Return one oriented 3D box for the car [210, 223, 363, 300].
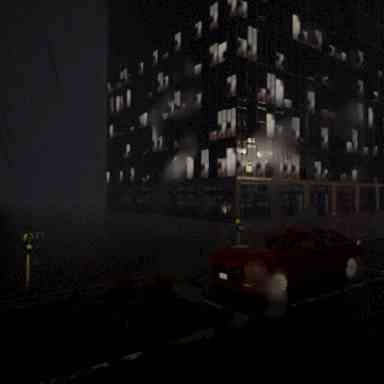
[{"bbox_3d":[2.496,1.521,8.330,4.507,1.381,1.887,0,1,-36],"label":"car"}]
